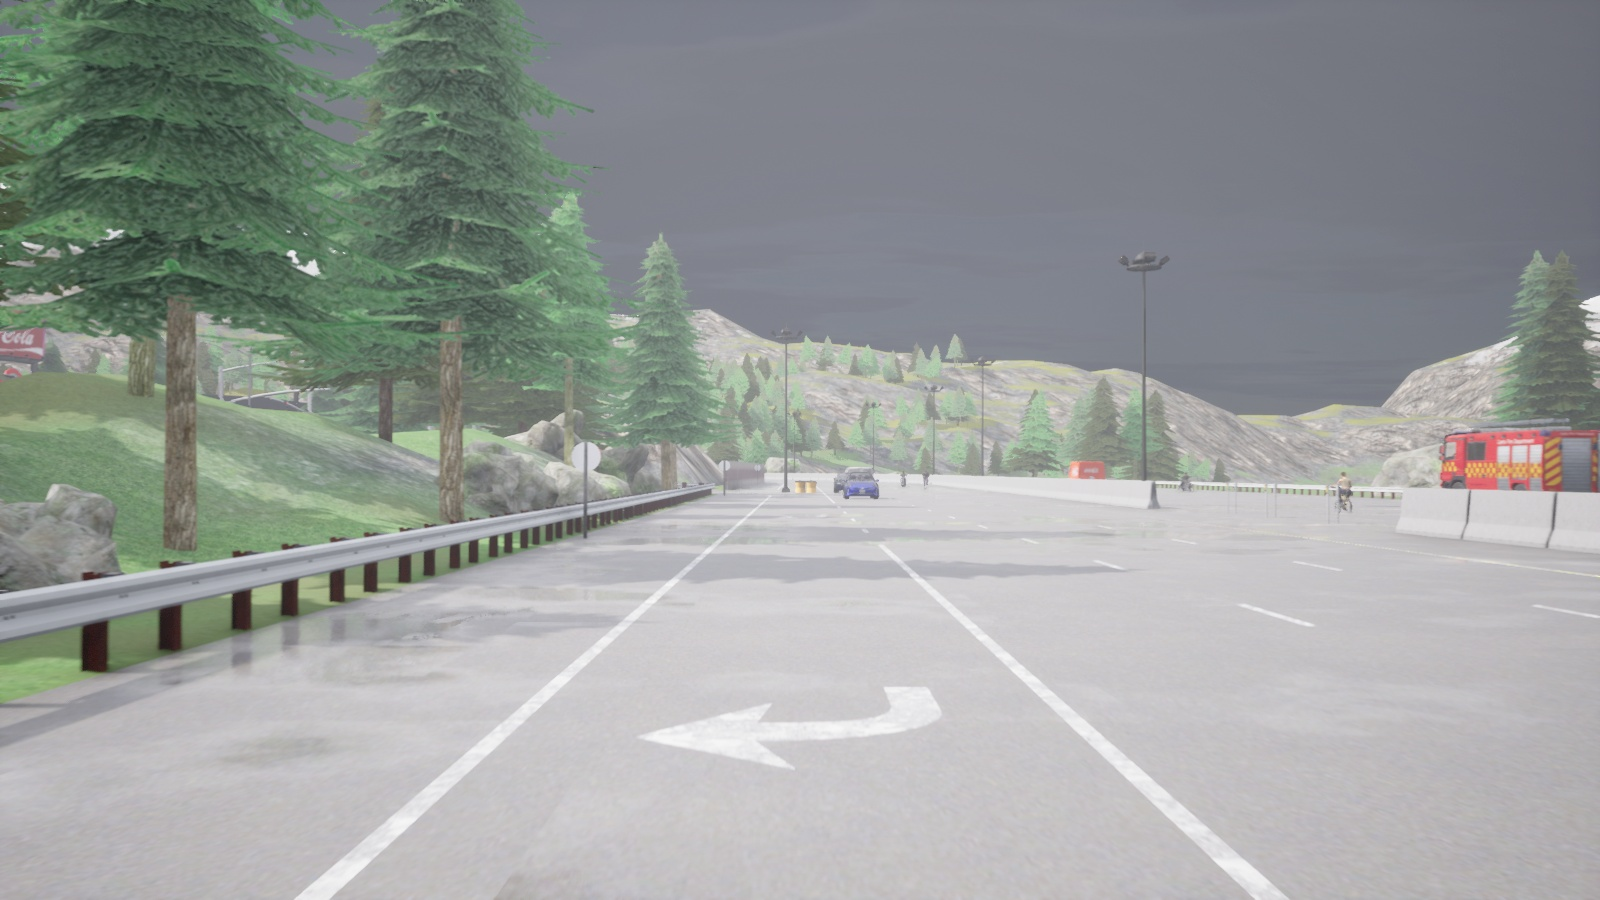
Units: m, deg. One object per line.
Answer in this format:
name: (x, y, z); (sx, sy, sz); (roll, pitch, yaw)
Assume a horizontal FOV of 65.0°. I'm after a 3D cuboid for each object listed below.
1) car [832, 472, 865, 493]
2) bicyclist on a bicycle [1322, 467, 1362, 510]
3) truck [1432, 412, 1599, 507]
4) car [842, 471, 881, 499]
car: (3.435, 2.298, 89.646); (2.163, 1.488, 4.792); (0, -1, 0)
bicyclist on a bicycle: (20.961, 1.479, 48.598); (0.866, 1.612, 1.509); (0, -1, 0)
truck: (31.452, 0.449, 55.379); (2.891, 3.827, 8.468); (0, -1, 0)
car: (3.447, 1.935, 71.076); (2.007, 1.525, 4.514); (0, -1, 0)
